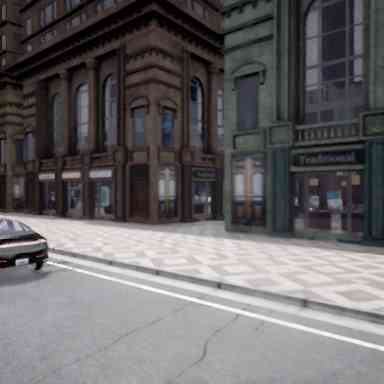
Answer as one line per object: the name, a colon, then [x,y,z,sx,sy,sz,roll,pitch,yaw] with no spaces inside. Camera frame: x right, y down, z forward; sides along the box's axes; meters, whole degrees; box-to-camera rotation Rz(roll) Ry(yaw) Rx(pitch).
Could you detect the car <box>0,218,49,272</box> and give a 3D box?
car: [-6.053,1.506,9.676,4.902,1.511,2.128,0,0,39]
